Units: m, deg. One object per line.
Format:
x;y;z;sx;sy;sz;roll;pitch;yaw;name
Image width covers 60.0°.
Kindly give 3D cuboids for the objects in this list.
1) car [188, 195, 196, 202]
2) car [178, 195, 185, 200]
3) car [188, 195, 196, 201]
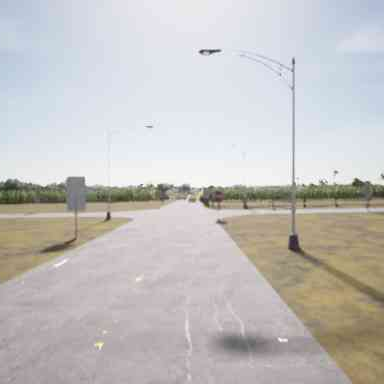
0.049;1.731;82.018;1.882;1.535;5.008;0;0;0;car
-2.698;1.438;86.608;1.812;1.442;4.674;0;0;0;car
0.056;1.710;92.441;2.128;1.511;4.902;0;-1;0;car
